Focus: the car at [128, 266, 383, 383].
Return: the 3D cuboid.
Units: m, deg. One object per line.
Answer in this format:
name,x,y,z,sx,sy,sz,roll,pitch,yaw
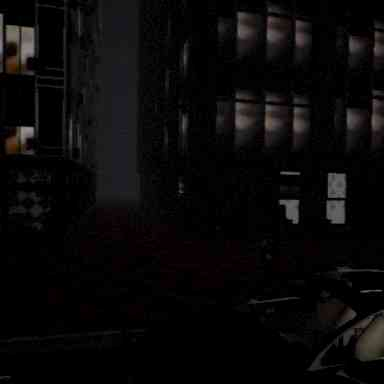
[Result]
car,1.589,1.512,3.328,4.403,1.369,2.008,1,1,-13
